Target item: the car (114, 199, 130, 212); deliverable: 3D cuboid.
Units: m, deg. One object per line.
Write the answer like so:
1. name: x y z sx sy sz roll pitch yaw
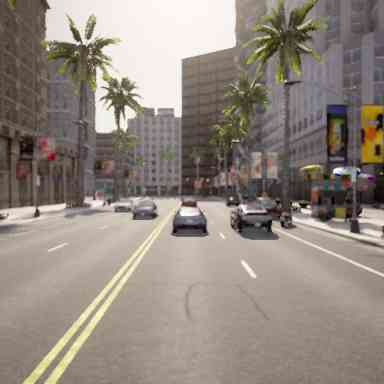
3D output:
1. car: -7.501 1.475 37.653 1.812 1.442 4.674 0 0 0

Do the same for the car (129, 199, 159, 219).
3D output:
1. car: -3.938 1.488 28.793 1.812 1.442 4.674 0 0 -1

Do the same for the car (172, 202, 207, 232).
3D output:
1. car: -0.141 1.540 19.952 1.994 1.385 4.181 0 0 -1

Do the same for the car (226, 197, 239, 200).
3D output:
1. car: 6.272 1.460 50.955 2.161 1.482 4.786 0 0 -1

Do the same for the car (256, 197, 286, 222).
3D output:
1. car: 6.242 1.326 29.024 2.185 1.767 4.553 0 0 -1

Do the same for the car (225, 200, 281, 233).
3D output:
1. car: 3.363 1.472 19.588 2.128 1.511 4.902 0 0 -1

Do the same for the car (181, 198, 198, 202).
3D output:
1. car: -0.305 1.430 40.110 1.882 1.535 5.008 0 0 0
